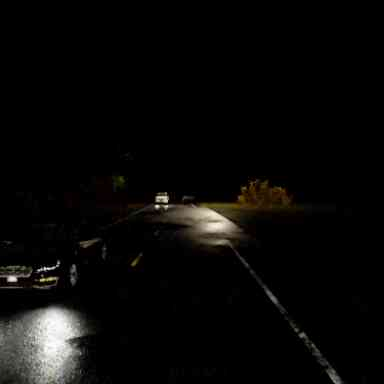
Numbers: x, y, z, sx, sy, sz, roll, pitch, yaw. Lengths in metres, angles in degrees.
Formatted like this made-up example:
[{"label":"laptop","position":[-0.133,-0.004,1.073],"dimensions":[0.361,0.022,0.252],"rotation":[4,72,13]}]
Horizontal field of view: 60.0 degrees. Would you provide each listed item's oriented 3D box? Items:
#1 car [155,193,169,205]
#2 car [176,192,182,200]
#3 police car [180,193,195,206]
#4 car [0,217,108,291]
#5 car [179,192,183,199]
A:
[{"label":"car","position":[-5.221,1.190,58.305],"dimensions":[2.150,2.045,5.566],"rotation":[0,0,-2]},{"label":"car","position":[-3.099,1.316,89.954],"dimensions":[2.033,1.411,5.357],"rotation":[0,0,-3]},{"label":"police car","position":[-0.490,1.402,55.340],"dimensions":[1.930,1.638,5.238],"rotation":[0,0,-3]},{"label":"car","position":[-3.662,1.510,9.163],"dimensions":[1.837,1.490,4.892],"rotation":[0,0,-1]},{"label":"car","position":[-1.211,1.430,71.214],"dimensions":[1.882,1.535,5.008],"rotation":[0,0,-3]}]
